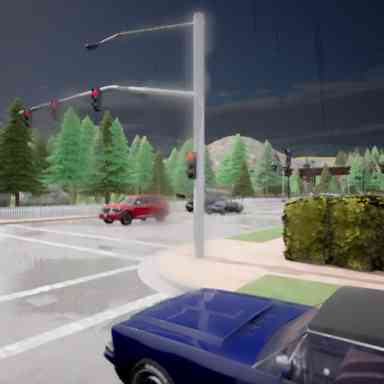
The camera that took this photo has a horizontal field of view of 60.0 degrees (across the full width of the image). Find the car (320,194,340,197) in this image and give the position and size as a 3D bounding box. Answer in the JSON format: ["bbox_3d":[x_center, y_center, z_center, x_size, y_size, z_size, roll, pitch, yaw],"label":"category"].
[{"bbox_3d":[16.166,1.223,38.237,2.150,2.045,5.566,0,0,38],"label":"car"}]

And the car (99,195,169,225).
[{"bbox_3d":[-4.045,1.223,24.288,2.150,2.045,5.566,0,0,38],"label":"car"}]

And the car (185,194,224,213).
[{"bbox_3d":[1.608,1.225,37.044,2.150,2.045,5.566,0,0,39],"label":"car"}]

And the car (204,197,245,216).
[{"bbox_3d":[3.327,1.549,33.594,2.033,1.411,5.357,0,0,38],"label":"car"}]

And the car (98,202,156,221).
[{"bbox_3d":[-5.394,1.603,28.221,1.895,1.301,4.718,0,0,38],"label":"car"}]

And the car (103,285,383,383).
[{"bbox_3d":[1.379,1.601,2.981,4.718,1.301,1.895,0,0,36],"label":"car"}]
